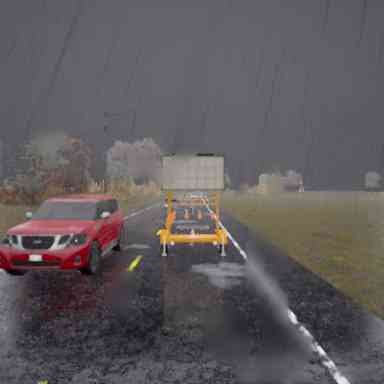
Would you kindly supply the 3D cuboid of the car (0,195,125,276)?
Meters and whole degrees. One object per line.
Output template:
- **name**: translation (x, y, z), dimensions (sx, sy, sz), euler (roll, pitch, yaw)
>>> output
- **car**: translation (-3.575, 1.127, 10.375), dimensions (2.150, 2.045, 5.566), euler (0, 1, 0)

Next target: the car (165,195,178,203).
- **car**: translation (-3.238, 1.130, 53.048), dimensions (1.895, 1.301, 4.718), euler (0, 1, 1)

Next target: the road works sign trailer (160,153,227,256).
- **road works sign trailer**: translation (0.047, 0.349, 12.602), dimensions (2.380, 3.560, 2.880), euler (0, 1, -1)
